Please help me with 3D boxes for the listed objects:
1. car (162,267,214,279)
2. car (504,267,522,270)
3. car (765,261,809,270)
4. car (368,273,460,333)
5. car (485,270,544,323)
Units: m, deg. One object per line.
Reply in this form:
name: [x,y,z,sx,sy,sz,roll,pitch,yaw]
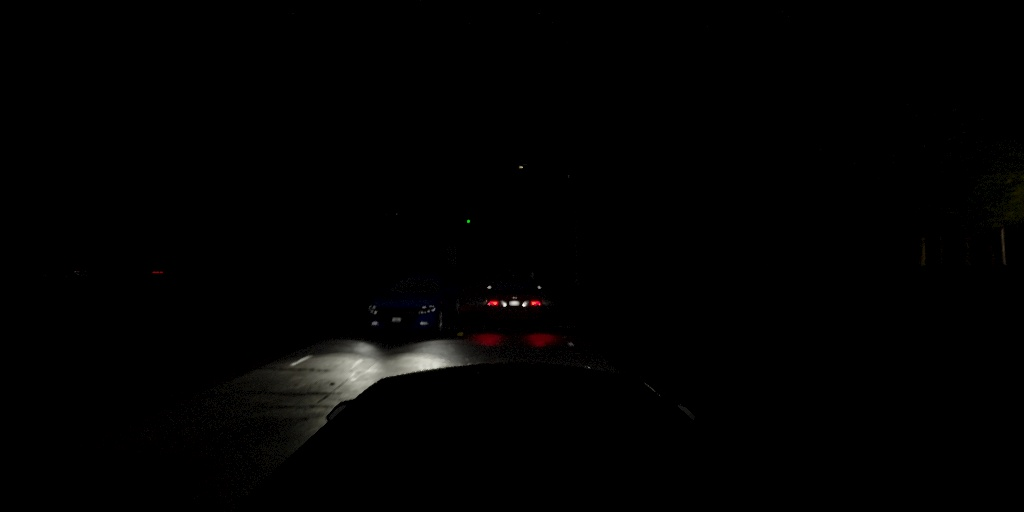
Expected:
car: [-39.970,2.142,44.699,4.892,1.490,1.837,0,-3,0]
car: [0.073,1.552,26.716,2.033,1.411,5.357,0,-1,0]
car: [36.944,1.276,48.306,4.718,1.301,1.895,-1,-3,0]
car: [-2.846,1.321,11.337,1.882,1.535,5.008,0,-1,0]
car: [0.080,1.404,12.615,2.033,1.411,5.357,0,-1,0]
